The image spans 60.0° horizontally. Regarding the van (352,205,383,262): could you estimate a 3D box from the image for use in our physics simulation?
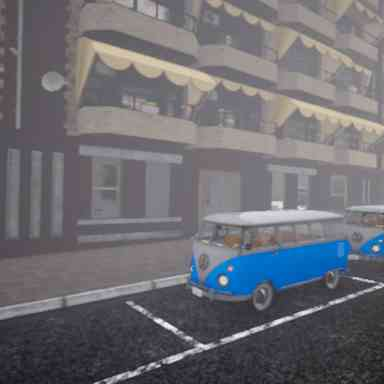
[{"bbox_3d":[6.299,1.311,10.622,3.998,1.788,1.690,0,2,-36],"label":"van"}]

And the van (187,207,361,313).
[{"bbox_3d":[1.811,1.326,7.388,3.998,1.788,1.690,0,2,-36],"label":"van"}]
